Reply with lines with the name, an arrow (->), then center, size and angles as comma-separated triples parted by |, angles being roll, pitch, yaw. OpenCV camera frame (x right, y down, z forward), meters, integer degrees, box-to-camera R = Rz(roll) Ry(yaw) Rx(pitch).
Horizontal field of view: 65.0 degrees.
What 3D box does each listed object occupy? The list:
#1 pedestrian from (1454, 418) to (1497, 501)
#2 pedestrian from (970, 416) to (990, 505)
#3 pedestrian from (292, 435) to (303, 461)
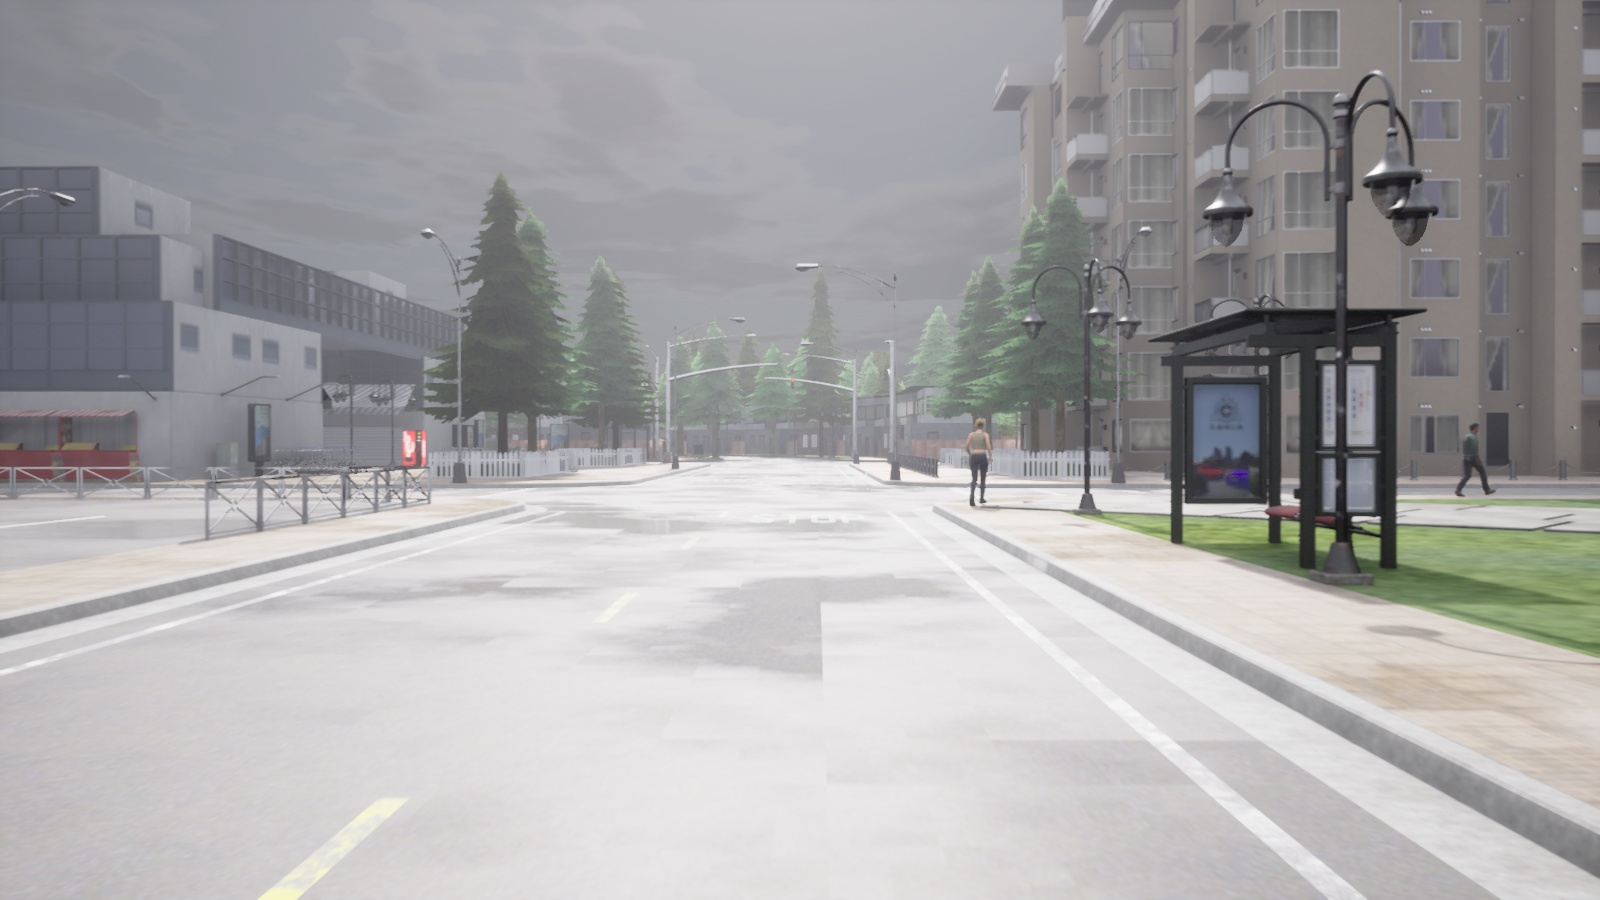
pedestrian -> 16.138, 0.226, 30.018 | 0.788, 1.949, 0.423 | 0, 0, 0
pedestrian -> 3.781, 0.218, 26.391 | 0.345, 1.836, 0.594 | 0, 0, 16
pedestrian -> -34.817, -0.132, 86.993 | 0.594, 1.836, 0.345 | 0, 0, 0
